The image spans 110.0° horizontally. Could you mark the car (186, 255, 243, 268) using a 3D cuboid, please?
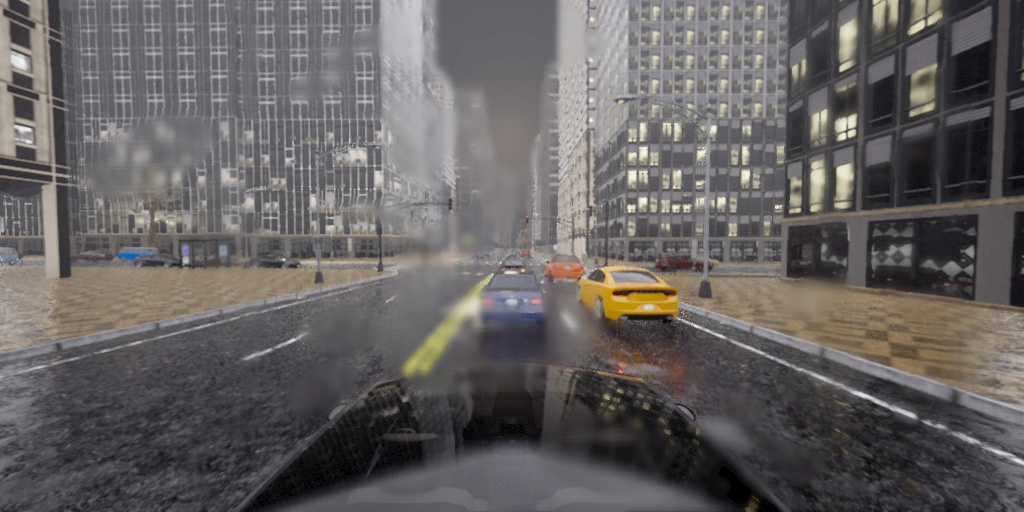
[{"bbox_3d":[-28.427,0.538,34.705,4.207,1.307,1.802,0,0,1],"label":"car"}]

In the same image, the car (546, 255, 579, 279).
[{"bbox_3d":[3.342,0.698,23.367,2.097,1.767,4.553,0,1,0],"label":"car"}]

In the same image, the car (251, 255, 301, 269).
[{"bbox_3d":[-22.743,0.576,34.575,4.313,1.339,1.948,0,0,1],"label":"car"}]

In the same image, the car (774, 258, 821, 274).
[{"bbox_3d":[27.630,0.992,33.877,4.829,1.417,1.751,0,0,1],"label":"car"}]

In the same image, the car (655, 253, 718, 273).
[{"bbox_3d":[16.182,0.679,34.068,5.009,1.841,2.192,0,0,1],"label":"car"}]

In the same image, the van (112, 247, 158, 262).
[{"bbox_3d":[-45.302,-0.156,43.526,3.998,1.789,1.690,0,0,1],"label":"van"}]

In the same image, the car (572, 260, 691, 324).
[{"bbox_3d":[3.346,1.050,11.241,1.882,1.535,5.008,0,1,0],"label":"car"}]

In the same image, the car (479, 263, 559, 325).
[{"bbox_3d":[0.088,1.124,11.042,2.033,1.411,5.357,0,1,1],"label":"car"}]

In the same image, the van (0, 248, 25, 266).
[{"bbox_3d":[-51.152,0.077,35.265,3.998,1.789,1.690,0,0,1],"label":"van"}]

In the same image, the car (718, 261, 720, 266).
[{"bbox_3d":[21.789,0.654,42.352,4.829,1.417,1.751,0,0,1],"label":"car"}]

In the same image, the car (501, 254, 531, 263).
[{"bbox_3d":[0.093,0.868,21.717,2.128,1.511,4.902,0,1,0],"label":"car"}]

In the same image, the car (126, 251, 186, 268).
[{"bbox_3d":[-34.108,0.466,34.875,4.313,1.339,1.948,0,0,1],"label":"car"}]
